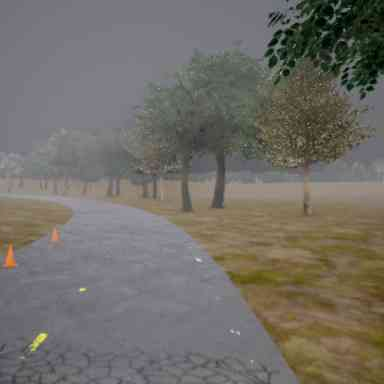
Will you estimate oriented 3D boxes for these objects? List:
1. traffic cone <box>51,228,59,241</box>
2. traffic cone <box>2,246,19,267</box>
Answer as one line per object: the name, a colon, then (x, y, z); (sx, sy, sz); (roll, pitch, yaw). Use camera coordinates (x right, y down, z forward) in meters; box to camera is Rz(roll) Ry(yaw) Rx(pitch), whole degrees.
traffic cone: (-6.082, 1.874, 14.770); (0.340, 0.580, 0.340); (0, 0, -9)
traffic cone: (-5.424, 1.901, 9.946); (0.340, 0.580, 0.340); (0, 0, -6)
